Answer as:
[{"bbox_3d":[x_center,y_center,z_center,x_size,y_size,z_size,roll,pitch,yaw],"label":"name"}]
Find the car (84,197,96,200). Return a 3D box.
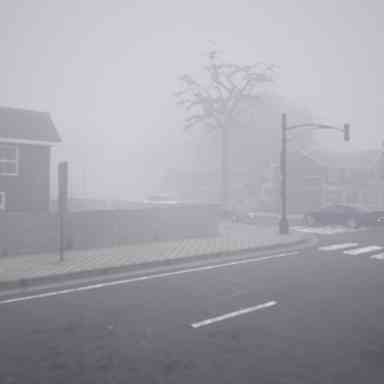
[{"bbox_3d":[-19.095,1.588,61.871,2.128,1.511,4.902,0,0,-35],"label":"car"}]

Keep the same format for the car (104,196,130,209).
[{"bbox_3d":[-8.996,1.607,42.525,2.033,1.411,5.357,0,0,-35],"label":"car"}]

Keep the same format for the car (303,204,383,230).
[{"bbox_3d":[9.483,1.485,21.278,1.882,1.535,5.008,1,-1,-31],"label":"car"}]

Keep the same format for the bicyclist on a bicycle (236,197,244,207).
[{"bbox_3d":[4.753,1.331,33.218,1.656,1.620,0.582,0,0,-35],"label":"bicyclist on a bicycle"}]

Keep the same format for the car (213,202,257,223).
[{"bbox_3d":[2.846,1.516,25.775,2.128,1.511,4.902,0,0,-35],"label":"car"}]

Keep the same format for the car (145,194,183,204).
[{"bbox_3d":[-2.876,1.263,33.863,2.150,2.045,5.566,0,0,-35],"label":"car"}]
